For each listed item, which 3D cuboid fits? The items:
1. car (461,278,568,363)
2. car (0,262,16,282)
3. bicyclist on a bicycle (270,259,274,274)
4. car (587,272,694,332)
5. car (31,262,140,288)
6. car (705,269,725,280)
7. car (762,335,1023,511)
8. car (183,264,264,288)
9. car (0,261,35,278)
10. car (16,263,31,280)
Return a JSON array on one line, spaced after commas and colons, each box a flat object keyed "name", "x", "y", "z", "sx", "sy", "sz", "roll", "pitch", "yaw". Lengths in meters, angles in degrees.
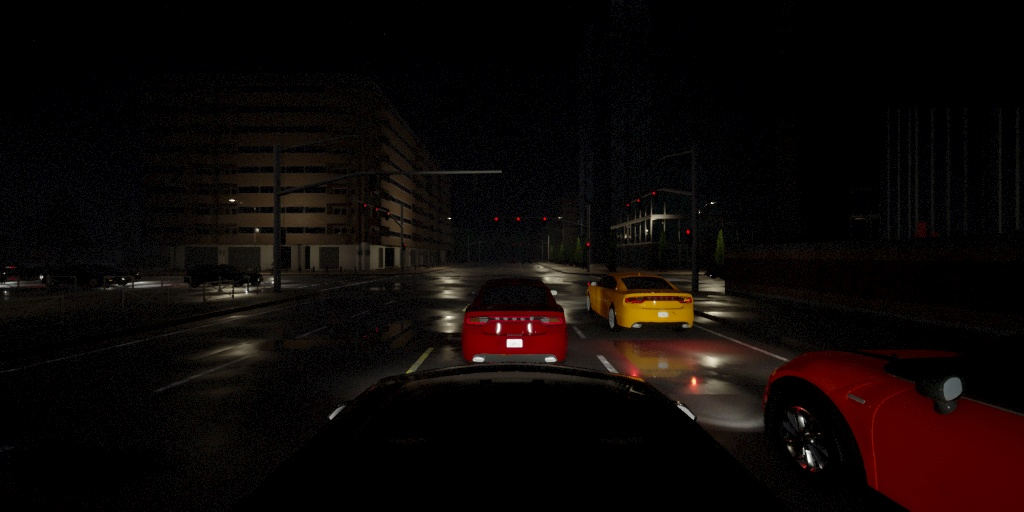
[{"name": "car", "x": 0.060, "y": 1.228, "z": 8.144, "sx": 1.882, "sy": 1.535, "sz": 5.008, "roll": 0, "pitch": 0, "yaw": 0}, {"name": "car", "x": -42.245, "y": 1.331, "z": 27.780, "sx": 4.674, "sy": 1.442, "sz": 1.812, "roll": 0, "pitch": 0, "yaw": 0}, {"name": "bicyclist on a bicycle", "x": -25.531, "y": 1.106, "z": 38.680, "sx": 0.582, "sy": 1.620, "sz": 1.656, "roll": 0, "pitch": 0, "yaw": 0}, {"name": "car", "x": 3.579, "y": 1.228, "z": 10.918, "sx": 1.882, "sy": 1.535, "sz": 5.008, "roll": 0, "pitch": 0, "yaw": 0}, {"name": "car", "x": -28.665, "y": 1.310, "z": 24.210, "sx": 4.892, "sy": 1.490, "sz": 1.837, "roll": 0, "pitch": 0, "yaw": 0}, {"name": "car", "x": 19.527, "y": 1.406, "z": 31.220, "sx": 4.718, "sy": 1.301, "sz": 1.895, "roll": 0, "pitch": 0, "yaw": 0}, {"name": "car", "x": 3.600, "y": 1.102, "z": 1.772, "sx": 2.097, "sy": 1.767, "sz": 4.553, "roll": 0, "pitch": 0, "yaw": 0}, {"name": "car", "x": -19.425, "y": 1.331, "z": 24.192, "sx": 4.674, "sy": 1.442, "sz": 1.812, "roll": 0, "pitch": 0, "yaw": 0}, {"name": "car", "x": -50.342, "y": 1.297, "z": 34.947, "sx": 4.902, "sy": 1.511, "sz": 2.128, "roll": 0, "pitch": 0, "yaw": 1}, {"name": "car", "x": -40.136, "y": 1.297, "z": 31.455, "sx": 4.902, "sy": 1.511, "sz": 2.128, "roll": 0, "pitch": 0, "yaw": 0}]
